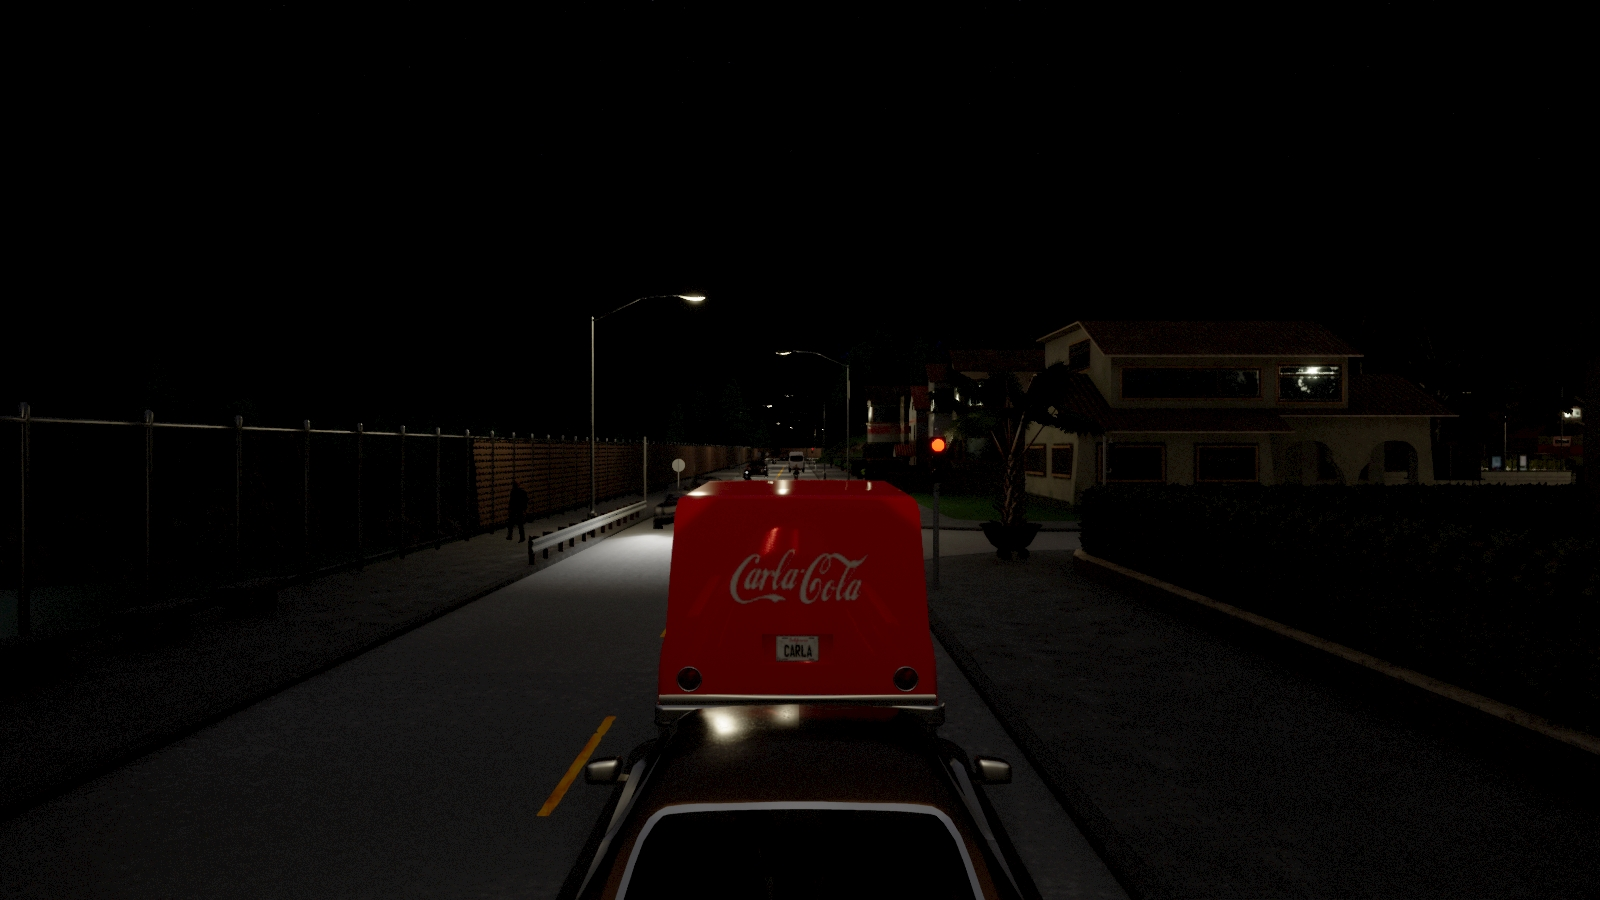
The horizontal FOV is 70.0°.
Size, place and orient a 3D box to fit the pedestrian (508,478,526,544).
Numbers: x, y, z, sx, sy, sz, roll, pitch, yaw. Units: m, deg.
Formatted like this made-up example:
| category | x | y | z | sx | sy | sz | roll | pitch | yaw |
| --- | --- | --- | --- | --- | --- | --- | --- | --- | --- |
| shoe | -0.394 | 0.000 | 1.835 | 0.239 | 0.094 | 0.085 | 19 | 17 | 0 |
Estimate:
| category | x | y | z | sx | sy | sz | roll | pitch | yaw |
| --- | --- | --- | --- | --- | --- | --- | --- | --- | --- |
| pedestrian | -8.073 | 1.733 | 32.579 | 0.375 | 1.860 | 0.375 | 0 | 0 | 14 |

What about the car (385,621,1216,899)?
| category | x | y | z | sx | sy | sz | roll | pitch | yaw |
| --- | --- | --- | --- | --- | --- | --- | --- | --- | --- |
| car | -0.006 | 1.989 | 5.238 | 2.152 | 1.651 | 5.027 | 0 | 0 | 0 |

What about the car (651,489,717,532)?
| category | x | y | z | sx | sy | sz | roll | pitch | yaw |
| --- | --- | --- | --- | --- | --- | --- | --- | --- | --- |
| car | -4.116 | 2.140 | 41.191 | 1.895 | 1.301 | 4.718 | 0 | 0 | 0 |

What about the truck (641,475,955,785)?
| category | x | y | z | sx | sy | sz | roll | pitch | yaw |
| --- | --- | --- | --- | --- | --- | --- | --- | --- | --- |
| truck | -0.025 | 1.564 | 12.158 | 2.627 | 2.467 | 5.204 | 0 | 0 | 0 |
